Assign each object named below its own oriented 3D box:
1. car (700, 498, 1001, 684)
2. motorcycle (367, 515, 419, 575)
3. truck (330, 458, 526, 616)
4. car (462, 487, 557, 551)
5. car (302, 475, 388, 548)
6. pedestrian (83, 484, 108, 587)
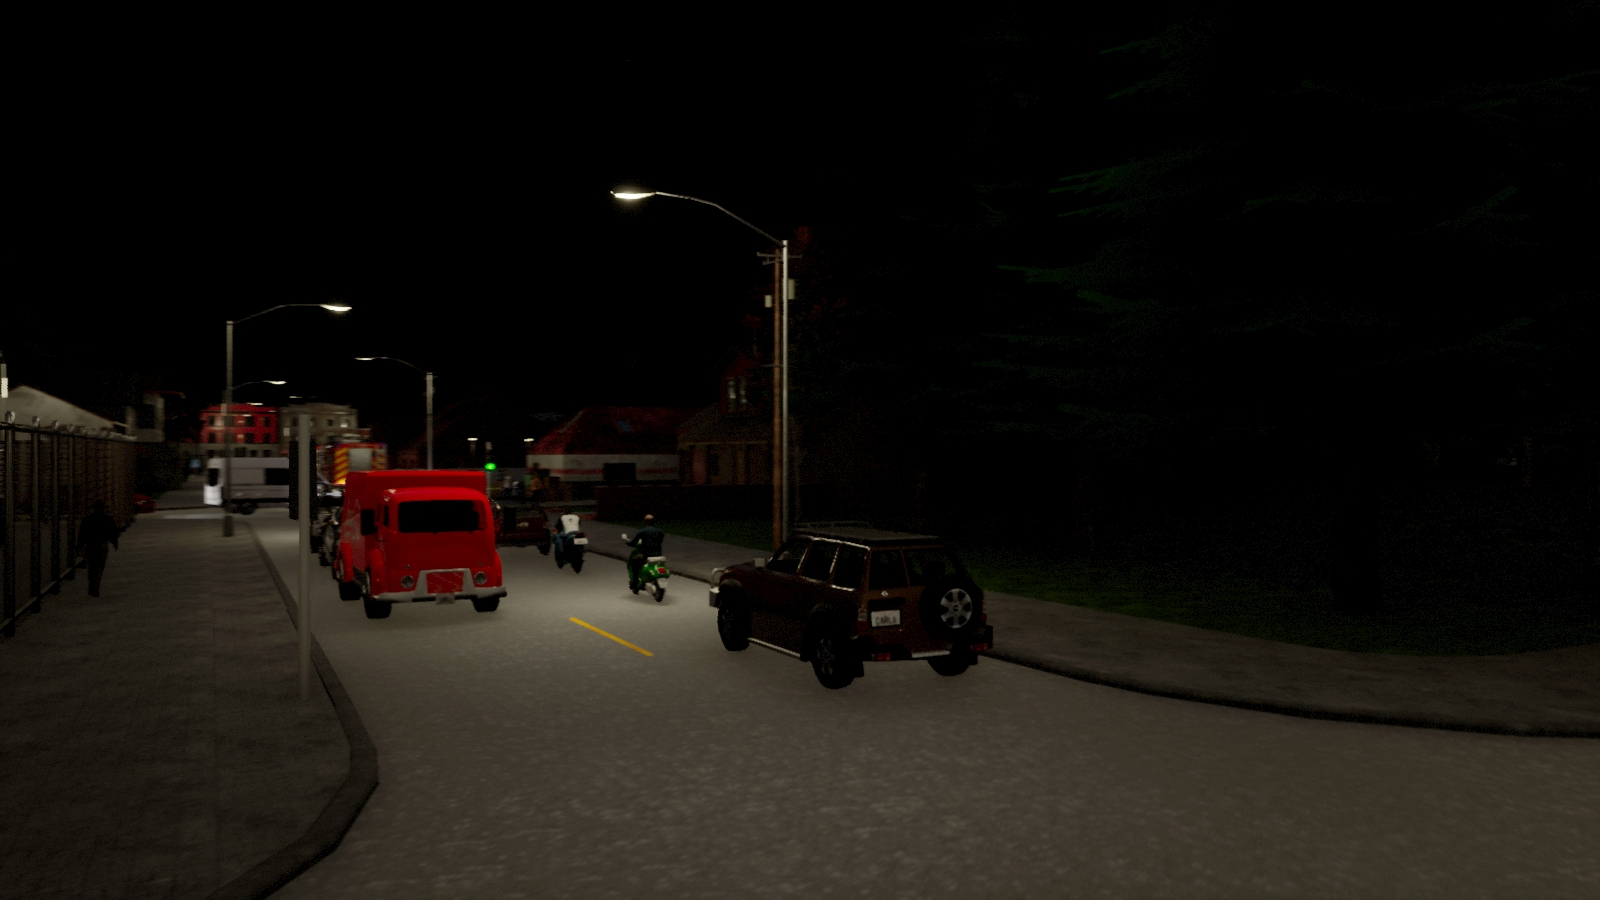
[{"bbox_3d":[0.462,1.668,15.117,1.932,1.855,4.605,0,0,-27],"label":"car"},{"bbox_3d":[-8.897,2.043,24.927,0.803,1.145,2.033,0,0,-28],"label":"motorcycle"},{"bbox_3d":[-6.976,1.389,20.960,2.627,2.467,5.204,0,0,-27],"label":"truck"},{"bbox_3d":[-8.192,1.866,32.010,1.789,1.549,3.705,0,0,-27],"label":"car"},{"bbox_3d":[-13.284,1.711,33.199,1.932,1.855,4.605,0,0,-27],"label":"car"},{"bbox_3d":[-13.025,1.572,21.129,0.375,1.860,0.375,0,0,-27],"label":"pedestrian"}]
